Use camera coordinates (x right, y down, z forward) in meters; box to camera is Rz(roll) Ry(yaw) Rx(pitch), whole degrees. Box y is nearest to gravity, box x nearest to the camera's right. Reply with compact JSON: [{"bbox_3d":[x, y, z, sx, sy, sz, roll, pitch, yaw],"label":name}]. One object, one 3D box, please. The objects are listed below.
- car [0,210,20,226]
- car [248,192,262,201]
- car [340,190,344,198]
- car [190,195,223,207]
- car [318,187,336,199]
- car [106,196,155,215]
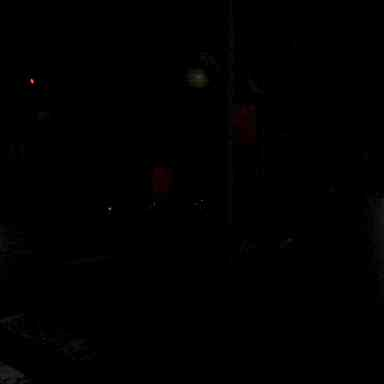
[{"bbox_3d":[-12.793,1.426,19.275,1.895,1.301,4.718,0,1,39],"label":"car"},{"bbox_3d":[10.642,0.735,52.164,2.033,1.411,5.357,0,1,35],"label":"car"},{"bbox_3d":[28.148,0.385,60.060,1.837,1.490,4.892,0,1,34],"label":"car"},{"bbox_3d":[1.740,0.990,39.541,1.895,1.301,4.718,0,1,35],"label":"car"},{"bbox_3d":[24.894,0.118,61.084,2.150,2.045,5.566,0,1,35],"label":"car"},{"bbox_3d":[-5.359,1.094,29.361,2.128,1.511,4.902,0,1,35],"label":"car"}]
